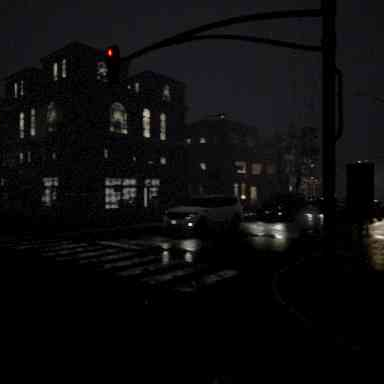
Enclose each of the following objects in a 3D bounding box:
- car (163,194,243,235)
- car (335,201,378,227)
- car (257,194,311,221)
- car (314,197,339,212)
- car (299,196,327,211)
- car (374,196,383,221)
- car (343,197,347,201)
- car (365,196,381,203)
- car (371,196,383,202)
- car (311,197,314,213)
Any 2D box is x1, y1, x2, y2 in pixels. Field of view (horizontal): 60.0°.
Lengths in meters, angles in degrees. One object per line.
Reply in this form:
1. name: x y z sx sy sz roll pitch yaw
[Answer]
1. car: 0.815 1.167 18.982 2.150 2.045 5.566 0 0 39
2. car: 10.474 1.505 21.566 1.802 1.307 4.206 -1 0 39
3. car: 7.368 1.151 26.944 2.150 2.045 5.566 0 0 40
4. car: 13.860 1.440 34.840 1.812 1.442 4.674 0 0 40
5. car: 14.512 1.353 39.743 1.967 1.590 4.097 -1 0 39
6. car: 13.959 1.355 25.866 1.967 1.590 4.097 -1 0 39
7. car: 25.057 1.443 52.578 2.008 1.369 4.403 -1 0 39
8. car: 35.600 1.442 65.415 1.947 1.339 4.313 -1 0 39
9. car: 39.114 1.437 69.692 1.947 1.339 4.313 -1 0 39
10. car: 10.997 1.361 35.464 1.967 1.590 4.097 0 0 39
